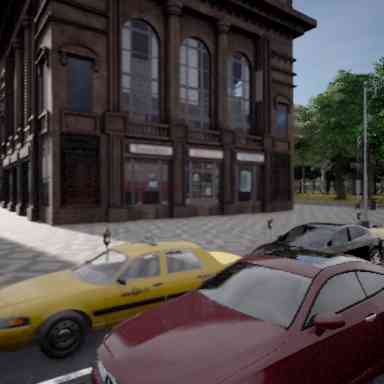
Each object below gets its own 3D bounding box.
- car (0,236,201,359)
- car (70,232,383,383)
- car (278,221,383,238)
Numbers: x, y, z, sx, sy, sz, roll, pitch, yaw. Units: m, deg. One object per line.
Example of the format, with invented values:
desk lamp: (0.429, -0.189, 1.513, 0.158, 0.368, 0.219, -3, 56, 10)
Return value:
car: (-1.001, 1.516, 5.935, 4.829, 1.417, 1.752, 0, 0, -35)
car: (1.182, 1.513, 4.096, 4.674, 1.442, 1.812, 0, 0, -36)
car: (3.564, 1.535, 9.191, 4.313, 1.339, 1.947, 0, 0, -35)
